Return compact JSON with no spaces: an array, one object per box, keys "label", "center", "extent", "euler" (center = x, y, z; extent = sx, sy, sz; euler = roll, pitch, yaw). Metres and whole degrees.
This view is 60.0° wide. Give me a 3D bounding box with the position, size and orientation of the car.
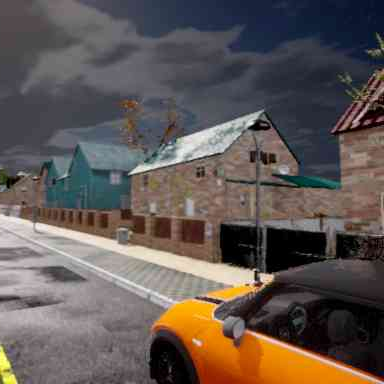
[{"label":"car","center":[1.408,1.460,3.135],"extent":[2.097,1.767,4.553],"euler":[-1,-2,-37]}]
